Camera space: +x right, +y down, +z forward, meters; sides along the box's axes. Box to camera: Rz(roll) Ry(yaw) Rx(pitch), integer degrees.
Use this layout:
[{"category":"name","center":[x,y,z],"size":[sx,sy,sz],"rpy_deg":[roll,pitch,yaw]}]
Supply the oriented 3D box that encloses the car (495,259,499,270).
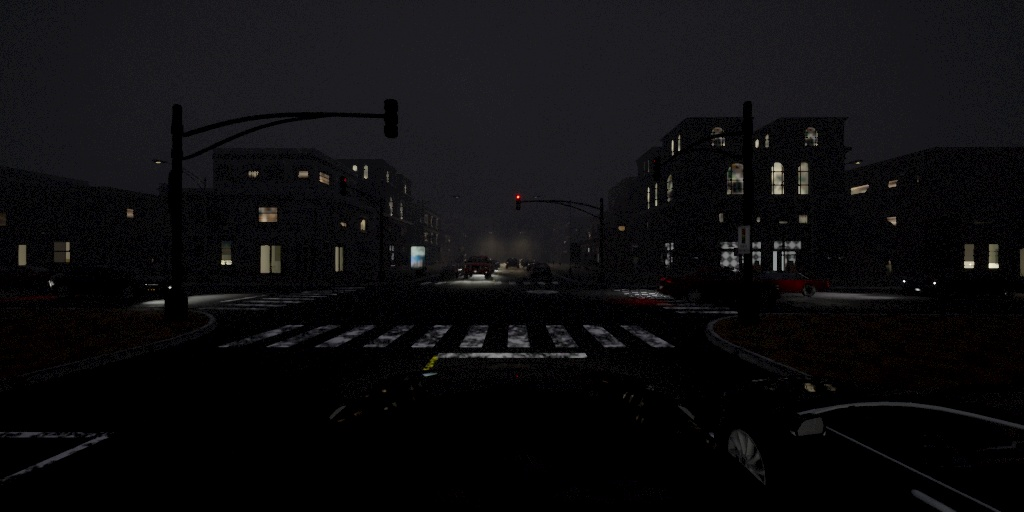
[{"category":"car","center":[-3.095,1.247,43.438],"size":[2.128,1.511,4.902],"rpy_deg":[0,0,1]}]

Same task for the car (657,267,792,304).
[{"category":"car","center":[9.139,1.267,16.032],"size":[5.008,1.535,1.882],"rpy_deg":[0,0,1]}]

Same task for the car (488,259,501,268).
[{"category":"car","center":[-3.051,1.308,63.081],"size":[2.033,1.411,5.357],"rpy_deg":[0,0,1]}]

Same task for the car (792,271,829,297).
[{"category":"car","center":[13.801,1.433,19.158],"size":[4.718,1.301,1.895],"rpy_deg":[0,0,1]}]

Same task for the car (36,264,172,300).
[{"category":"car","center":[-18.077,1.174,16.451],"size":[4.892,1.490,1.837],"rpy_deg":[0,0,1]}]

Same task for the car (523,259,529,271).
[{"category":"car","center":[2.690,1.338,45.003],"size":[1.802,1.307,4.207],"rpy_deg":[0,0,0]}]

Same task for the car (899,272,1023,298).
[{"category":"car","center":[23.750,1.482,19.011],"size":[4.718,1.301,1.895],"rpy_deg":[0,0,1]}]

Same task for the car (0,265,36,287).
[{"category":"car","center":[-30.820,1.228,22.439],"size":[4.207,1.307,1.802],"rpy_deg":[0,0,1]}]

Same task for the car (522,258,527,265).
[{"category":"car","center":[2.690,1.311,61.570],"size":[2.007,1.370,4.403],"rpy_deg":[0,0,0]}]

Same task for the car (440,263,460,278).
[{"category":"car","center":[-5.690,1.336,33.974],"size":[1.802,1.307,4.207],"rpy_deg":[0,0,0]}]

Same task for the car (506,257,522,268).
[{"category":"car","center":[0.100,1.111,59.368],"size":[2.097,1.767,4.553],"rpy_deg":[0,0,1]}]

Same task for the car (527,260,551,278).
[{"category":"car","center":[2.690,1.320,33.961],"size":[1.948,1.339,4.313],"rpy_deg":[0,0,0]}]

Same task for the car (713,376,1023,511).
[{"category":"car","center":[2.691,1.300,1.571],"size":[2.007,1.370,4.403],"rpy_deg":[0,0,0]}]

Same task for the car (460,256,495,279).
[{"category":"car","center":[-3.112,0.976,33.511],"size":[2.150,2.045,5.566],"rpy_deg":[0,0,1]}]
